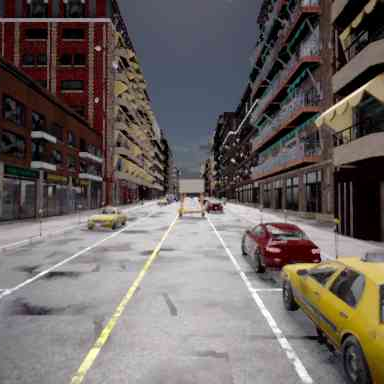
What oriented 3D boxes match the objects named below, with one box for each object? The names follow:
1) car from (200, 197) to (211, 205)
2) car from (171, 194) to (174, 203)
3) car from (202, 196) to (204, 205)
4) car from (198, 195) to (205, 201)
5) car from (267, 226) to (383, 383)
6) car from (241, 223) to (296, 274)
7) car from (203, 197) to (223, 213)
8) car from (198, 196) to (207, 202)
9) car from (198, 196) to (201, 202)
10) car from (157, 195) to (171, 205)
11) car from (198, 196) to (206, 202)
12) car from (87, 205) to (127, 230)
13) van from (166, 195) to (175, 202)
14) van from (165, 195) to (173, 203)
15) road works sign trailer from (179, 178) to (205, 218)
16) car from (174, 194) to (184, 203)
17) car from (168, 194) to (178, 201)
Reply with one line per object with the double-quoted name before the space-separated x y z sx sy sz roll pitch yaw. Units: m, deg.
"car" 2.583 1.692 65.523 2.008 1.369 4.403 1 0 0
"car" -5.290 1.456 65.587 2.192 1.841 5.009 2 0 0
"car" 2.585 1.593 43.571 1.752 1.417 4.829 1 0 0
"car" 2.593 1.707 93.177 1.967 1.590 4.097 1 0 0
"car" 2.586 1.528 4.860 1.752 1.417 4.829 2 0 0
"car" 2.584 1.589 10.219 1.802 1.307 4.206 1 0 0
"car" 2.584 1.598 37.869 1.887 1.381 4.507 1 0 0
"car" 2.583 1.756 82.115 1.887 1.381 4.507 1 0 0
"car" 2.584 1.666 59.991 1.887 1.381 4.507 1 0 0
"car" -5.296 1.646 59.884 1.752 1.417 4.829 2 0 0
"car" 2.583 1.783 87.645 1.887 1.381 4.507 1 0 0
"car" -5.294 1.545 21.177 1.752 1.417 4.829 2 0 0
"van" -5.292 1.552 82.177 1.690 1.788 3.998 1 0 0
"van" -5.291 1.526 76.645 1.690 1.788 3.998 2 0 0
"road works sign trailer" -0.021 0.487 30.539 2.380 3.560 2.880 -1 0 0
"car" -2.751 1.640 75.993 1.837 1.490 4.892 0 0 0
"car" -5.292 1.582 93.238 2.192 1.841 5.009 1 0 0
